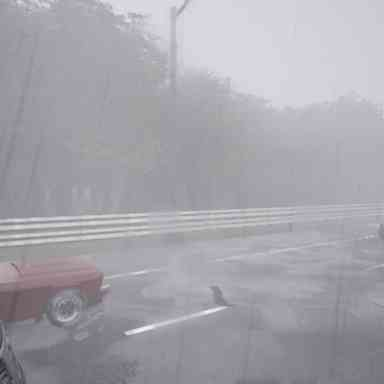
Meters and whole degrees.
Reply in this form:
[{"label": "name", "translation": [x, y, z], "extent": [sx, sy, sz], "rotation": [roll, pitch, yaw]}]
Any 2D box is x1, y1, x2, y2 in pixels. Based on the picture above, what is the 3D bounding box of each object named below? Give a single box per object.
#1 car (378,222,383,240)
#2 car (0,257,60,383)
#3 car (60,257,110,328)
[{"label": "car", "translation": [10.599, 1.569, 15.606], "extent": [4.181, 1.385, 1.994], "rotation": [0, 0, -36]}, {"label": "car", "translation": [-3.651, 1.221, 1.146], "extent": [5.566, 2.045, 2.150], "rotation": [0, 0, -35]}, {"label": "car", "translation": [-3.822, 1.600, 5.322], "extent": [4.718, 1.301, 1.895], "rotation": [0, 0, -35]}]
